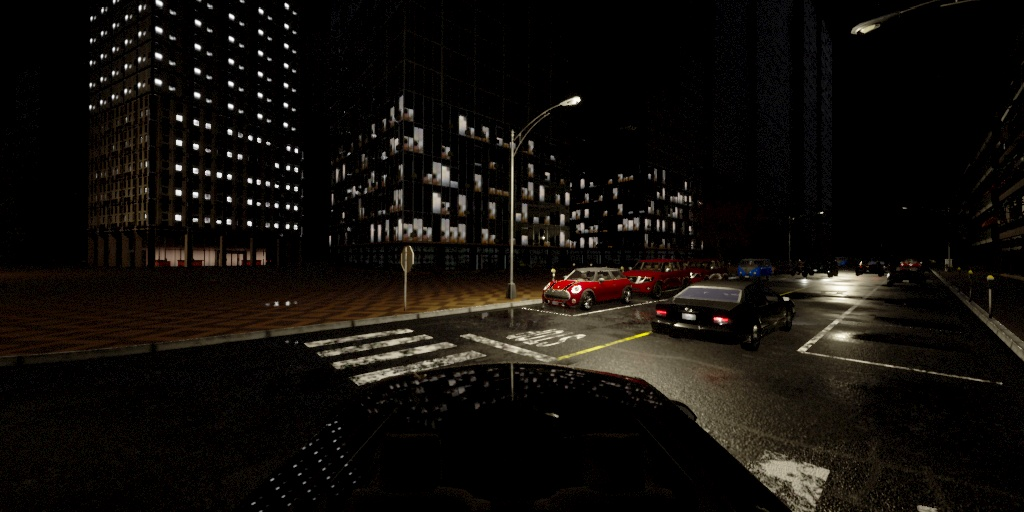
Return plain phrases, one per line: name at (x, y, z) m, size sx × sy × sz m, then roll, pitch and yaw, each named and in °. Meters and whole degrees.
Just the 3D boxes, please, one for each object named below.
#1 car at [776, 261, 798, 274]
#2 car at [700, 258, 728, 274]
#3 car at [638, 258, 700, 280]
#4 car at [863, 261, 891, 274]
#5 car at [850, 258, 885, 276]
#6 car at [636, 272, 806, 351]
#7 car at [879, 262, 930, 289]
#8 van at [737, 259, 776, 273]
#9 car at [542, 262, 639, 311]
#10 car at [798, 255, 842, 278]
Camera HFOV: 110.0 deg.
car at (28.407, 1.328, 36.978) m, size 4.207 × 1.307 × 1.802 m, roll 0°, pitch 0°, yaw -42°
car at (11.517, 1.070, 21.982) m, size 5.009 × 1.841 × 2.192 m, roll 0°, pitch 0°, yaw -42°
car at (7.294, 1.070, 18.233) m, size 5.009 × 1.841 × 2.192 m, roll 0°, pitch 0°, yaw -42°
car at (43.208, 1.275, 42.410) m, size 5.357 × 1.411 × 2.033 m, roll 0°, pitch 0°, yaw -41°
car at (35.547, 1.230, 35.589) m, size 4.902 × 1.511 × 2.128 m, roll 0°, pitch 0°, yaw -42°
car at (5.517, 1.299, 9.047) m, size 5.357 × 1.411 × 2.033 m, roll 0°, pitch 0°, yaw -42°
car at (25.540, 1.298, 23.226) m, size 4.403 × 1.370 × 2.007 m, roll 0°, pitch 0°, yaw -42°
van at (19.962, 1.094, 29.480) m, size 3.998 × 1.789 × 1.690 m, roll 0°, pitch 0°, yaw -42°
car at (3.072, 1.195, 14.484) m, size 4.097 × 1.591 × 1.967 m, roll 0°, pitch 0°, yaw -42°
car at (29.825, 0.966, 34.642) m, size 5.566 × 2.045 × 2.150 m, roll 0°, pitch 0°, yaw -42°
